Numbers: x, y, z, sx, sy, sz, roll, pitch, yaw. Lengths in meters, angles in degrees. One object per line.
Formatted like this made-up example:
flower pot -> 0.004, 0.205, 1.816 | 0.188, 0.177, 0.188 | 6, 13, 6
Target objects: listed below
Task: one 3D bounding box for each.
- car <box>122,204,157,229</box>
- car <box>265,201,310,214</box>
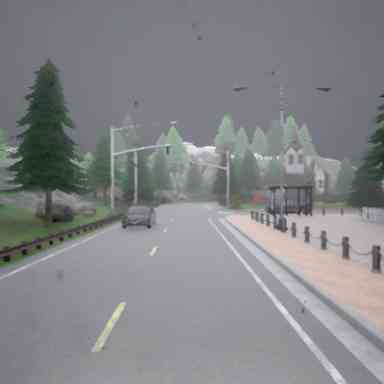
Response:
car -> -3.484, 1.639, 22.634 | 1.837, 1.490, 4.892 | 0, 0, 0
car -> 10.313, 1.480, 35.735 | 4.553, 1.767, 2.097 | 0, 0, 0
